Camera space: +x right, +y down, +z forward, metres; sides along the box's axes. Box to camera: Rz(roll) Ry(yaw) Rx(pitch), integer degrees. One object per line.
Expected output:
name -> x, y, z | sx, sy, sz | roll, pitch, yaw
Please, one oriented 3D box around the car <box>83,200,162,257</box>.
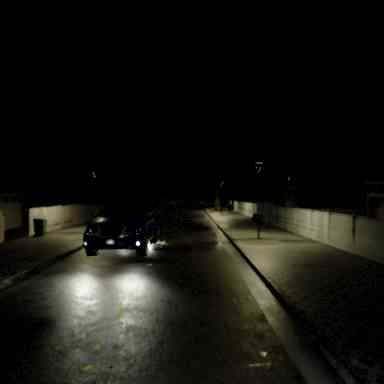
car -> -2.748, 1.363, 14.031 | 2.150, 2.045, 5.566 | 0, 0, 0
